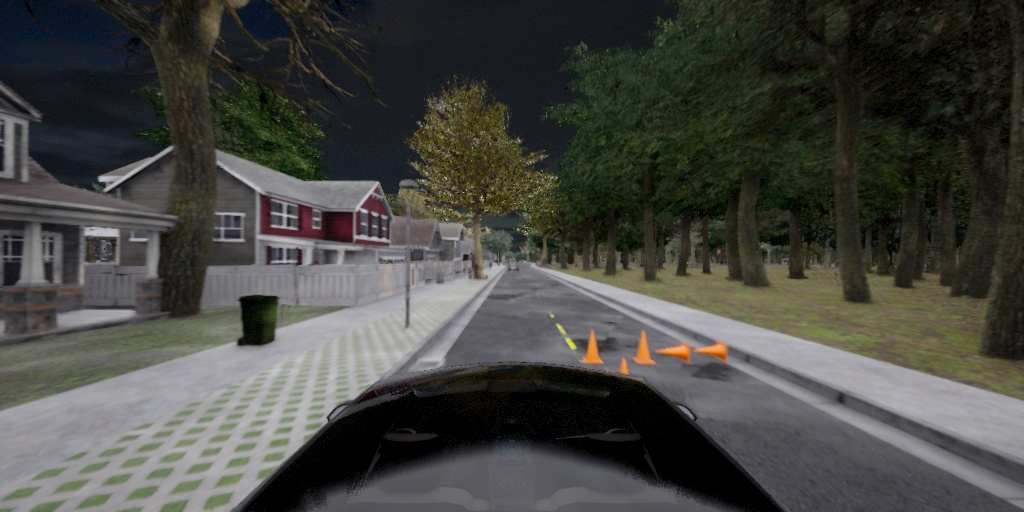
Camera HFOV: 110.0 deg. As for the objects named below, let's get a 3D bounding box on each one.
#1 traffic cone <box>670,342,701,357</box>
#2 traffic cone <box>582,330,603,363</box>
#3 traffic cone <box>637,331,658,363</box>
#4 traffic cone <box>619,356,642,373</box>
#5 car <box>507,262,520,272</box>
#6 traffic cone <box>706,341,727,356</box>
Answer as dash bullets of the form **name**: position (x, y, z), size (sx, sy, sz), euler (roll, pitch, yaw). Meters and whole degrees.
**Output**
- **traffic cone**: position (3.409, 1.602, 7.050), size (0.340, 0.580, 0.340), euler (0, 0, 0)
- **traffic cone**: position (1.583, 1.762, 7.057), size (0.340, 0.580, 0.340), euler (0, 0, 0)
- **traffic cone**: position (2.583, 1.769, 7.053), size (0.340, 0.580, 0.340), euler (0, 0, 0)
- **traffic cone**: position (1.575, 1.745, 5.057), size (0.340, 0.580, 0.340), euler (0, 0, 0)
- **car**: position (0.216, 1.742, 56.633), size (2.128, 1.511, 4.902), euler (0, -1, 0)
- **traffic cone**: position (4.189, 1.608, 7.160), size (0.340, 0.580, 0.340), euler (0, 0, 4)
